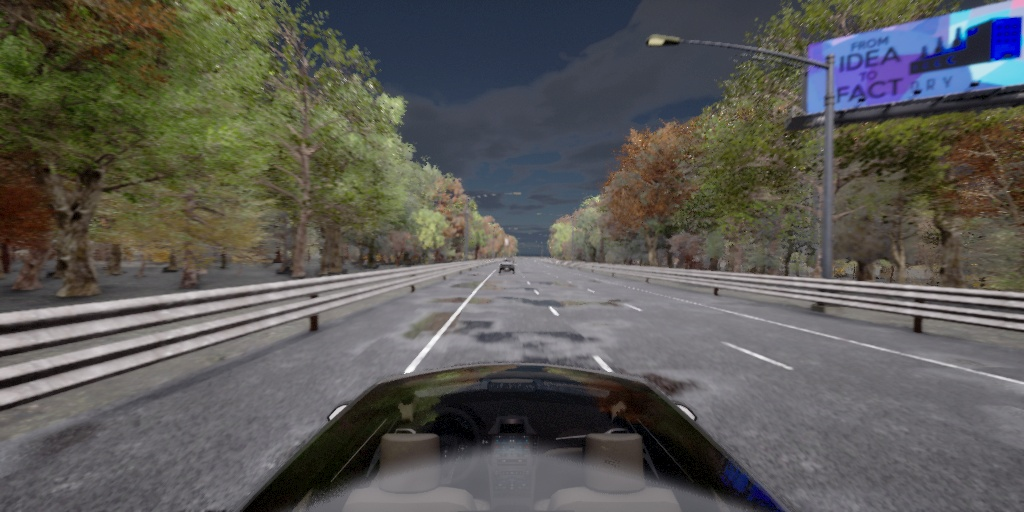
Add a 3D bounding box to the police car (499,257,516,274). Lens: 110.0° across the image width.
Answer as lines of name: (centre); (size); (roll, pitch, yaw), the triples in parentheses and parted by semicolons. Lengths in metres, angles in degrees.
police car: (-0.586, 1.288, 44.489); (1.930, 1.638, 5.238); (1, 0, 0)
